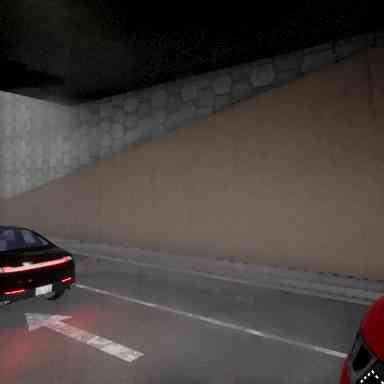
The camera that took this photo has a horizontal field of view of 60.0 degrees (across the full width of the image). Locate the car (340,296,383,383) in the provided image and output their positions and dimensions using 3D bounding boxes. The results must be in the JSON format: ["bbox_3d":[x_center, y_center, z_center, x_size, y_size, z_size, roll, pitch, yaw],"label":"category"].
[{"bbox_3d":[3.627,1.221,1.357,5.566,2.045,2.150,0,0,35],"label":"car"}]

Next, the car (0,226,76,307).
[{"bbox_3d":[-4.550,1.492,7.215,4.902,1.511,2.128,0,0,36],"label":"car"}]
